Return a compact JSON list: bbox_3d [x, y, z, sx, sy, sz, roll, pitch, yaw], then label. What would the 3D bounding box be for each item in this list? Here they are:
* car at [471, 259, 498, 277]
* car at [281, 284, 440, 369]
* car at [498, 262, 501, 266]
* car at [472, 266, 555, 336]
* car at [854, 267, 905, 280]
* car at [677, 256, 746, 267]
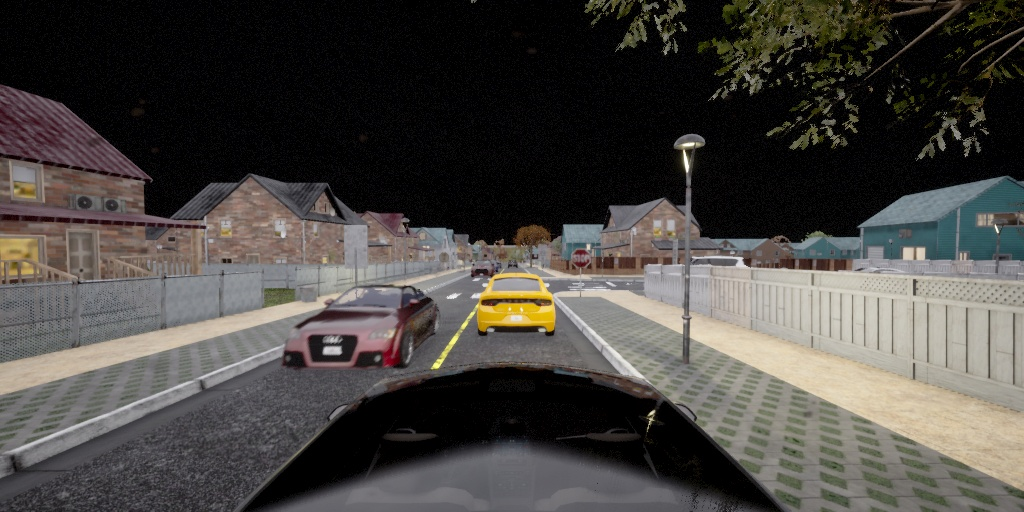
[{"bbox_3d":[-2.827,1.153,35.555,2.097,1.767,4.553,0,0,0],"label":"car"},{"bbox_3d":[-2.847,1.312,7.672,1.994,1.385,4.181,0,0,0],"label":"car"},{"bbox_3d":[-2.817,1.200,46.332,2.097,1.767,4.553,0,0,0],"label":"car"},{"bbox_3d":[0.117,1.227,10.433,1.882,1.535,5.008,0,0,0],"label":"car"},{"bbox_3d":[23.049,1.424,22.901,4.674,1.442,1.812,1,2,13],"label":"car"},{"bbox_3d":[13.064,1.013,24.706,5.566,2.045,2.150,1,2,8],"label":"car"}]
